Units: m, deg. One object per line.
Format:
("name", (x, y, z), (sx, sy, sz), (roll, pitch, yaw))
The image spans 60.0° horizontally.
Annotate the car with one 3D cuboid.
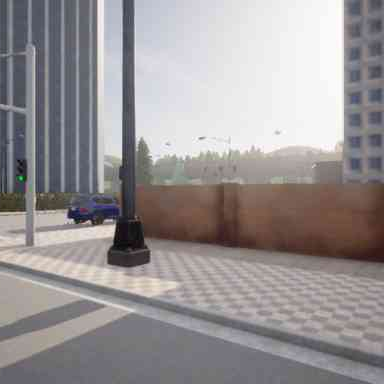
("car", (-6.180, 1.250, 23.863), (2.150, 2.045, 5.566), (0, -1, 35))
